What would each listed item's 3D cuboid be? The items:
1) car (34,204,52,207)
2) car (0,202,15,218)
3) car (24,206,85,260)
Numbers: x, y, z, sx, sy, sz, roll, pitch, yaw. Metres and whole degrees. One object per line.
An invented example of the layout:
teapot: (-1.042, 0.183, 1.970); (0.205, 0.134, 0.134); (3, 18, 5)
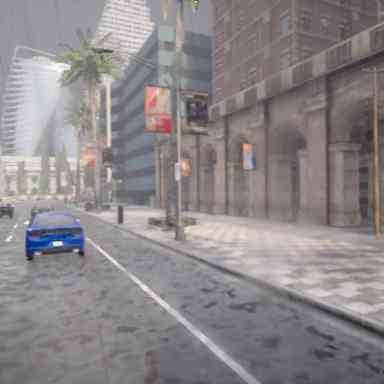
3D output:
car: (-13.540, 1.737, 30.227); (1.895, 1.301, 4.718); (-1, 0, -25)
car: (-18.032, 1.677, 31.534); (1.882, 1.535, 5.008); (-1, 0, -25)
car: (-5.399, 1.530, 13.002); (1.882, 1.535, 5.008); (-1, 0, -25)
